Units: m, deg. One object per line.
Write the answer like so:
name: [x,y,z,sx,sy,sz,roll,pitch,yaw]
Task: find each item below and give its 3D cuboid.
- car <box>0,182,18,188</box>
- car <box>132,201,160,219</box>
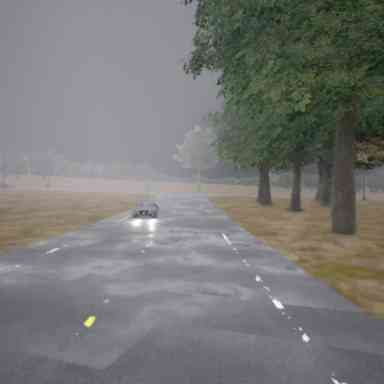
car: [-46.624,-1.844,83.160,5.357,1.411,2.033,2,2,2]
car: [-3.793,1.446,28.102,1.994,1.385,4.181,0,1,0]
